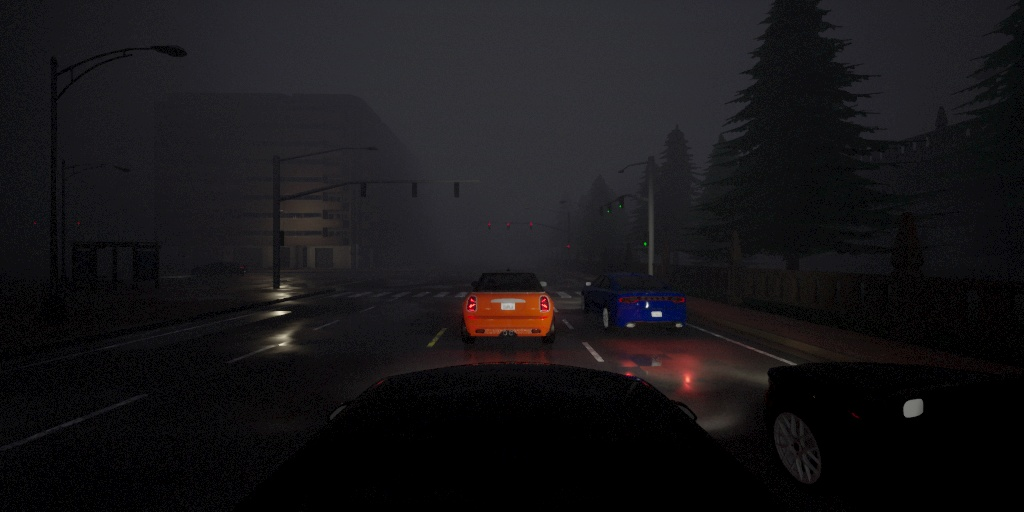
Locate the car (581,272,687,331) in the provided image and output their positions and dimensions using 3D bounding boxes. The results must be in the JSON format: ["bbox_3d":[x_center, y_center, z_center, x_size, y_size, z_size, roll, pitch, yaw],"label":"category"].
[{"bbox_3d":[3.419,1.228,10.969,1.882,1.535,5.008,0,0,0],"label":"car"}]

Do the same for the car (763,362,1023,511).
[{"bbox_3d":[3.288,1.228,1.443,1.882,1.535,5.008,0,0,3],"label":"car"}]

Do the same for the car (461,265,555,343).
[{"bbox_3d":[-0.081,1.102,9.825,2.097,1.767,4.553,0,0,0],"label":"car"}]

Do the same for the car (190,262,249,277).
[{"bbox_3d":[-29.007,1.310,35.631,4.892,1.490,1.837,0,0,-1],"label":"car"}]
